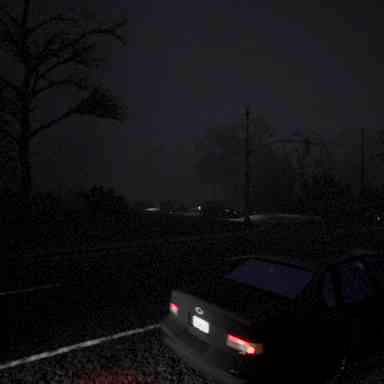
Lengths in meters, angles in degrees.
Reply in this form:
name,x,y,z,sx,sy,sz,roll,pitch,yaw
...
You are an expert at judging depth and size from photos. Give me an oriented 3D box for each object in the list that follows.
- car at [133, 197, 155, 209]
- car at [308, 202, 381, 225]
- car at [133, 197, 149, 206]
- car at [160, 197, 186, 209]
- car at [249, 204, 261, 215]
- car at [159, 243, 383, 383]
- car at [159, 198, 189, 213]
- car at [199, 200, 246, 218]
name,x,y,z,sx,sy,sz,roll,pitch,yaw
car,-6.689,1.647,47.121,1.994,1.385,4.181,0,0,-26
car,10.812,1.487,23.880,2.128,1.511,4.902,0,0,-37
car,-9.438,1.738,61.205,1.812,1.442,4.674,0,-1,-24
car,-2.732,1.546,46.977,1.882,1.535,5.008,0,0,-27
car,4.573,1.547,33.469,2.033,1.411,5.357,0,0,-30
car,2.163,1.547,5.213,5.357,1.411,2.033,0,0,-35
car,-2.120,1.501,38.307,1.882,1.535,5.008,0,0,-28
car,2.438,1.502,30.195,1.837,1.490,4.892,0,0,-30
